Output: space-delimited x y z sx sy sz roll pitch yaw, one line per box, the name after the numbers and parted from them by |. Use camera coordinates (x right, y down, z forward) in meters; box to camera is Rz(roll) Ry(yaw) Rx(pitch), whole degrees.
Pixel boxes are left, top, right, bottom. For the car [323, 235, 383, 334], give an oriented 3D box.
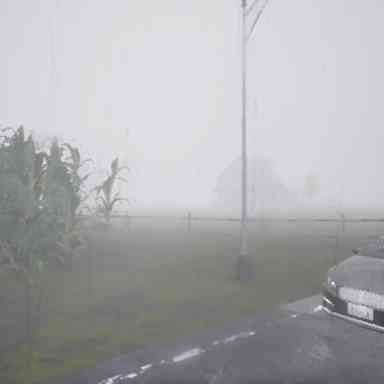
4.450 1.496 6.362 4.902 1.511 2.128 0 0 -36 | car
